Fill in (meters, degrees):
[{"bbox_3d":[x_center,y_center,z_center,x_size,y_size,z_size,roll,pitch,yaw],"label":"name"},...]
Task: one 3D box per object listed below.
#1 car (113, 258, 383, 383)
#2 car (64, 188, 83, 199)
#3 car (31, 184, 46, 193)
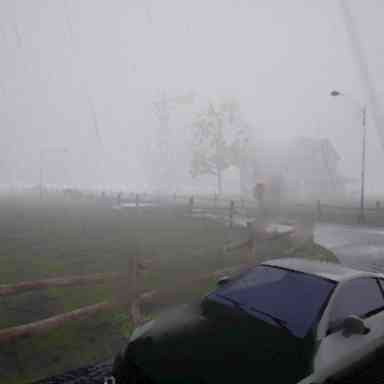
[{"bbox_3d":[1.251,1.550,3.846,4.181,1.385,1.994,0,0,-36],"label":"car"},{"bbox_3d":[-18.083,0.251,50.471,1.837,1.490,4.892,0,1,-35],"label":"car"},{"bbox_3d":[-38.653,-0.908,84.438,2.150,2.045,5.566,0,1,-35],"label":"car"}]
